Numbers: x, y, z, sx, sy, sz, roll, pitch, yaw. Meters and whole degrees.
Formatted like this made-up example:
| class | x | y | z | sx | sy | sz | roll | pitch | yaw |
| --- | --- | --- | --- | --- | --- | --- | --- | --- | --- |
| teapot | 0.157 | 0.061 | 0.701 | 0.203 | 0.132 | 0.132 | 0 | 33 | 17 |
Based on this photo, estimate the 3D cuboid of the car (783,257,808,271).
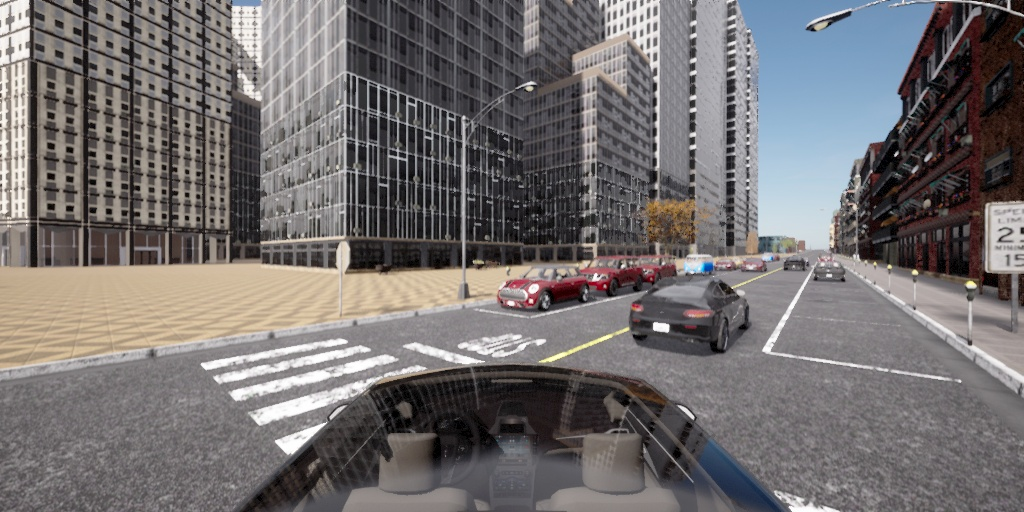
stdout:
| class | x | y | z | sx | sy | sz | roll | pitch | yaw |
| --- | --- | --- | --- | --- | --- | --- | --- | --- | --- |
| car | 31.162 | 0.820 | 39.434 | 1.837 | 1.490 | 4.892 | 0 | 0 | 41 |

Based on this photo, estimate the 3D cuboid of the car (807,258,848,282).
| class | x | y | z | sx | sy | sz | roll | pitch | yaw |
| --- | --- | --- | --- | --- | --- | --- | --- | --- | --- |
| car | 22.412 | 1.028 | 25.372 | 2.007 | 1.370 | 4.403 | 0 | 0 | 41 |

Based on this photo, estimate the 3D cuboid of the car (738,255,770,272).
| class | x | y | z | sx | sy | sz | roll | pitch | yaw |
| --- | --- | --- | --- | --- | --- | --- | --- | --- | --- |
| car | 25.194 | 0.881 | 37.264 | 1.812 | 1.442 | 4.674 | 0 | 1 | 41 |

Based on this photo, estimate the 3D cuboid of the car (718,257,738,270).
| class | x | y | z | sx | sy | sz | roll | pitch | yaw |
| --- | --- | --- | --- | --- | --- | --- | --- | --- | --- |
| car | 23.464 | 0.922 | 39.379 | 1.802 | 1.307 | 4.207 | 0 | 0 | 41 |

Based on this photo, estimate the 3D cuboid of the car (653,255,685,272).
| class | x | y | z | sx | sy | sz | roll | pitch | yaw |
| --- | --- | --- | --- | --- | --- | --- | --- | --- | --- |
| car | 8.670 | 0.857 | 22.314 | 2.192 | 1.841 | 5.009 | 0 | 0 | 41 |

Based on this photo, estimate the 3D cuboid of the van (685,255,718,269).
| class | x | y | z | sx | sy | sz | roll | pitch | yaw |
| --- | --- | --- | --- | --- | --- | --- | --- | --- | --- |
| van | 16.067 | 0.784 | 30.846 | 1.690 | 1.789 | 3.998 | 0 | 0 | 41 |

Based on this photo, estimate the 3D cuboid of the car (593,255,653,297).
| class | x | y | z | sx | sy | sz | roll | pitch | yaw |
| --- | --- | --- | --- | --- | --- | --- | --- | --- | --- |
| car | 4.971 | 0.905 | 18.047 | 2.192 | 1.841 | 5.009 | 0 | 0 | 41 |

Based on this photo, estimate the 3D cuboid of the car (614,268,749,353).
| class | x | y | z | sx | sy | sz | roll | pitch | yaw |
| --- | --- | --- | --- | --- | --- | --- | --- | --- | --- |
| car | 4.403 | 1.202 | 8.702 | 1.812 | 1.442 | 4.674 | 0 | 1 | 41 |

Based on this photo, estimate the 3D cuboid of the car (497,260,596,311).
| class | x | y | z | sx | sy | sz | roll | pitch | yaw |
| --- | --- | --- | --- | --- | --- | --- | --- | --- | --- |
| car | 1.272 | 1.078 | 13.781 | 1.967 | 1.591 | 4.097 | 0 | 0 | 41 |

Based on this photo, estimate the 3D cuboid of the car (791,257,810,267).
| class | x | y | z | sx | sy | sz | roll | pitch | yaw |
| --- | --- | --- | --- | --- | --- | --- | --- | --- | --- |
| car | 39.297 | 0.797 | 48.821 | 1.895 | 1.301 | 4.718 | 0 | 1 | 41 |
